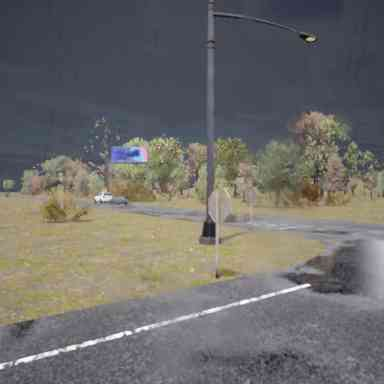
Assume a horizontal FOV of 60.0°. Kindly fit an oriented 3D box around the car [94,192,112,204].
[{"bbox_3d":[-16.225,1.101,60.998,2.150,2.045,5.566,0,0,-34],"label":"car"}]

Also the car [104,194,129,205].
[{"bbox_3d":[-12.217,1.440,55.060,2.033,1.411,5.357,0,0,-33],"label":"car"}]
